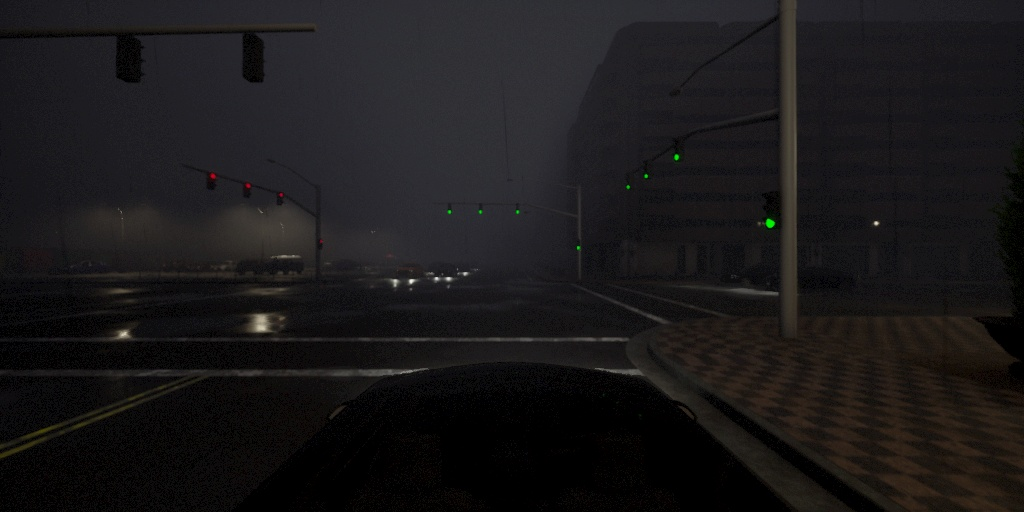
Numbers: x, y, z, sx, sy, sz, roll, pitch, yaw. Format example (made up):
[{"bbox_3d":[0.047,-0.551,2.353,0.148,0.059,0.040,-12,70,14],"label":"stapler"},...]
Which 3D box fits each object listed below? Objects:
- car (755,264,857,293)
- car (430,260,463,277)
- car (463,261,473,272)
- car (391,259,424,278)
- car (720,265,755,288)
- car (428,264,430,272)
[{"bbox_3d":[17.177,1.325,20.784,4.674,1.442,1.812,0,0,0],"label":"car"},{"bbox_3d":[-7.098,1.506,39.224,2.033,1.411,5.357,0,0,0],"label":"car"},{"bbox_3d":[-7.088,1.587,50.783,1.994,1.385,4.181,0,0,0],"label":"car"},{"bbox_3d":[-10.598,1.426,37.381,1.882,1.535,5.008,0,0,0],"label":"car"},{"bbox_3d":[16.842,1.297,24.284,5.008,1.535,1.882,0,0,0],"label":"car"},{"bbox_3d":[-10.587,1.501,50.873,1.882,1.535,5.008,0,-1,0],"label":"car"}]
